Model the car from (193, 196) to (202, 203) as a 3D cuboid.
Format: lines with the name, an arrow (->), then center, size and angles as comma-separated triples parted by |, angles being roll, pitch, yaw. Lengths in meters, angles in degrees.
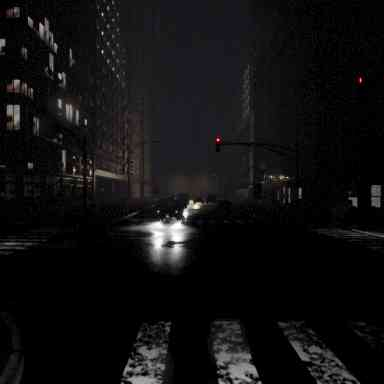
car -> 1.145, 1.528, 73.303 | 2.033, 1.411, 5.357 | 0, 0, 0

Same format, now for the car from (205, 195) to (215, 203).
car -> 3.719, 1.432, 69.412 | 1.967, 1.590, 4.097 | 0, 0, 0

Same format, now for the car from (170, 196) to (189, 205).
car -> -1.573, 1.613, 44.767 | 1.895, 1.301, 4.718 | 0, 0, 0

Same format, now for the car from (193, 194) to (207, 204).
car -> 1.271, 1.524, 62.996 | 1.812, 1.442, 4.674 | 0, 0, 0

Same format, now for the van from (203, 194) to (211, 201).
van -> 3.665, 1.321, 80.467 | 1.690, 1.788, 3.998 | 0, 0, 0

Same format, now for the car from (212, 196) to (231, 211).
car -> 3.902, 1.579, 41.776 | 1.947, 1.339, 4.313 | 0, 0, 0

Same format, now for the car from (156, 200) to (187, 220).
car -> -1.772, 1.620, 28.206 | 1.895, 1.301, 4.718 | 0, 0, 4

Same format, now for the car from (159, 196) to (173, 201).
car -> -4.055, 1.592, 47.264 | 1.802, 1.307, 4.206 | 0, 0, 0

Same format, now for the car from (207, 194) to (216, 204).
car -> 3.746, 1.313, 63.884 | 2.192, 1.841, 5.009 | 0, 0, 0

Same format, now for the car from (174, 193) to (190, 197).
car -> -1.608, 1.215, 61.385 | 2.150, 2.045, 5.566 | 0, 1, 1

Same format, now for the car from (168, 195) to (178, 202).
car -> -4.188, 1.426, 74.902 | 1.967, 1.590, 4.097 | 0, 0, 0

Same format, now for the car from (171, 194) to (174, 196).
car -> -4.135, 1.564, 63.846 | 1.947, 1.339, 4.313 | 0, 0, 0

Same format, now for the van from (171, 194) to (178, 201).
van -> -4.215, 1.321, 80.429 | 1.690, 1.788, 3.998 | 0, 0, 0
